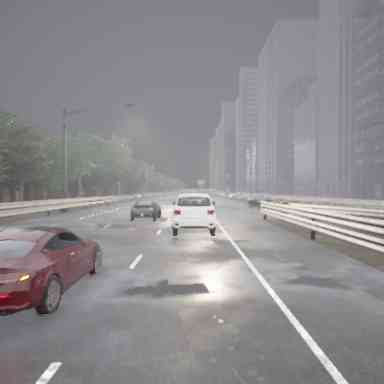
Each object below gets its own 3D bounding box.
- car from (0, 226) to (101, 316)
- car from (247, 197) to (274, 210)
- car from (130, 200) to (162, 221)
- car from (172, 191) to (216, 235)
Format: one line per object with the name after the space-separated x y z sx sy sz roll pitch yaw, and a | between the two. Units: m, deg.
-3.404 1.480 7.308 1.812 1.442 4.674 0 0 0 | car
8.203 1.282 40.188 2.128 1.511 4.902 0 0 -11 | car
-3.405 1.341 25.114 2.128 1.511 4.902 0 0 0 | car
0.096 1.111 18.184 2.150 2.045 5.566 0 0 0 | car
